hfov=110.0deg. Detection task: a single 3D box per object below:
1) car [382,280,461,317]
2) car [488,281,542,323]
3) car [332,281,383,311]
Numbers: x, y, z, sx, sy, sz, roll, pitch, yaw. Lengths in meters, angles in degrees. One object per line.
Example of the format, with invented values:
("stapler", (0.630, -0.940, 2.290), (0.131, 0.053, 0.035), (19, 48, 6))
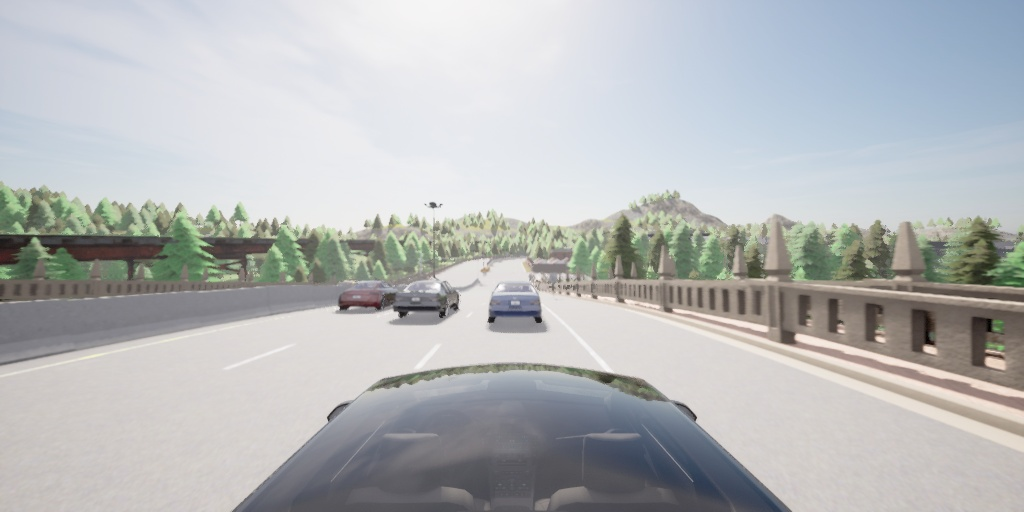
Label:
("car", (-3.399, 1.733, 15.177), (2.033, 1.411, 5.357), (0, -3, 0))
("car", (0.101, 1.649, 13.698), (2.033, 1.411, 5.357), (0, -3, 0))
("car", (-6.898, 1.932, 17.955), (1.994, 1.385, 4.181), (0, -4, 0))
